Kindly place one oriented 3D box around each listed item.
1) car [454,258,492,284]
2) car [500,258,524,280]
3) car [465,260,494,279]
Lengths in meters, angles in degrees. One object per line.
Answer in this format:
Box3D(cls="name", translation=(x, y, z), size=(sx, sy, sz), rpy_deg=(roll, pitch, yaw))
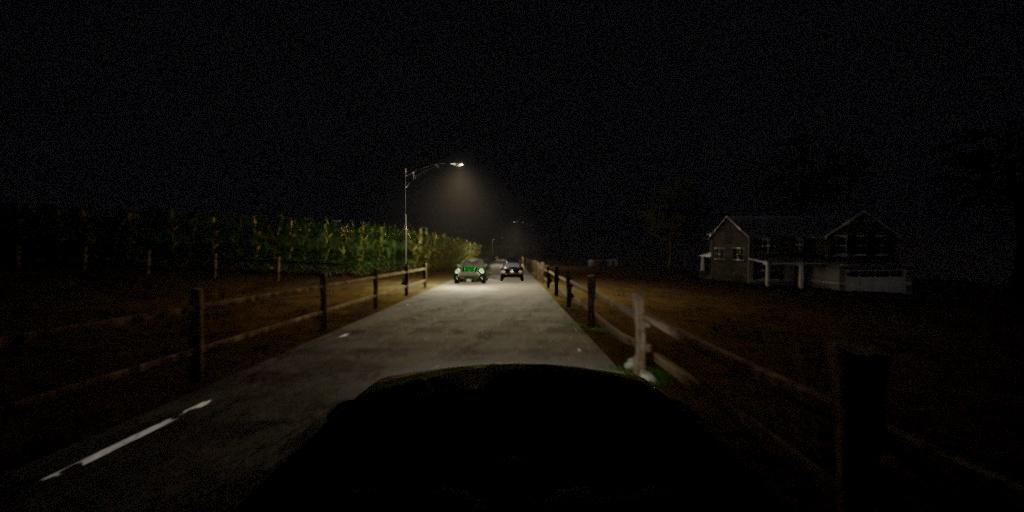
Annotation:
Box3D(cls="car", translation=(-2.761, 0.958, 25.245), size=(2.097, 1.767, 4.553), rpy_deg=(0, 1, 0))
Box3D(cls="car", translation=(0.009, 1.135, 28.379), size=(2.033, 1.411, 5.357), rpy_deg=(0, 0, 0))
Box3D(cls="car", translation=(-2.760, 1.112, 31.647), size=(2.033, 1.411, 5.357), rpy_deg=(0, 0, 0))
